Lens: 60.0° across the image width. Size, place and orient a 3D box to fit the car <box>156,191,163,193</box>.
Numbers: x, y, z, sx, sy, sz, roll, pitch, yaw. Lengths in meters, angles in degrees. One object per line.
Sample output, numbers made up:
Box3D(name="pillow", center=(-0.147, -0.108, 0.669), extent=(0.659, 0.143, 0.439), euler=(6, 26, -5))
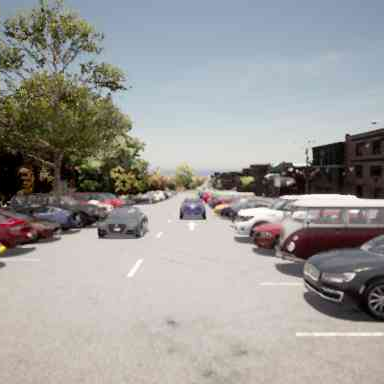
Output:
Box3D(name="car", center=(-8.453, 1.131, 64.963), extent=(4.553, 1.767, 2.185), euler=(0, 0, 0))

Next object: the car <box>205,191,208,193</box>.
Box3D(name="car", center=(4.704, 1.155, 54.223), extent=(4.553, 1.767, 2.185), euler=(0, 0, 0))

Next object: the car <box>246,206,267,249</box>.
Box3D(name="car", center=(4.738, 1.411, 12.177), extent=(5.008, 1.535, 2.097), euler=(0, 0, 0))

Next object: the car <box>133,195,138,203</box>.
Box3D(name="car", center=(-8.346, 1.082, 31.412), extent=(5.566, 2.045, 2.435), euler=(0, 0, 0))

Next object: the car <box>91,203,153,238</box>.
Box3D(name="car", center=(-3.360, 1.470, 16.858), extent=(1.994, 1.385, 4.181), euler=(0, 0, 0))

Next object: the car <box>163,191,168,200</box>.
Box3D(name="car", center=(-8.459, 0.993, 70.515), extent=(5.566, 2.045, 2.435), euler=(0, 0, 0))

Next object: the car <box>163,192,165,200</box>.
Box3D(name="car", center=(-8.397, 1.280, 67.741), extent=(4.792, 1.488, 2.163), euler=(0, 0, 0))

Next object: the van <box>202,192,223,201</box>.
Box3D(name="van", center=(4.528, 1.010, 73.845), extent=(4.442, 1.987, 1.878), euler=(0, 0, 0))

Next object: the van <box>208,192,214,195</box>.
Box3D(name="van", center=(4.801, 1.073, 45.813), extent=(4.442, 1.987, 1.878), euler=(0, 0, 0))

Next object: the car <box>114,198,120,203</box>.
Box3D(name="car", center=(-8.364, 1.388, 25.844), extent=(4.674, 1.452, 2.002), euler=(0, 0, 0))

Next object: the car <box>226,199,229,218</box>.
Box3D(name="car", center=(4.750, 1.397, 20.586), extent=(4.792, 1.488, 2.163), euler=(0, 0, 0))

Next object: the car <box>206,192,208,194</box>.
Box3D(name="car", center=(4.650, 1.167, 48.616), extent=(4.553, 1.767, 2.185), euler=(0, 0, 0))

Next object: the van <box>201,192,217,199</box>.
Box3D(name="van", center=(4.733, 0.907, 93.472), extent=(4.442, 1.987, 1.878), euler=(0, 1, 0))

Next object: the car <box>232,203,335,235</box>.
Box3D(name="car", center=(4.729, 1.381, 17.788), extent=(4.892, 1.521, 2.231), euler=(0, 0, 0))

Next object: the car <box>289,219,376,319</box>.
Box3D(name="car", center=(4.745, 1.443, 6.571), extent=(4.892, 1.521, 2.231), euler=(0, 0, 0))

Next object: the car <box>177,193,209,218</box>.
Box3D(name="car", center=(0.064, 1.213, 27.954), extent=(2.097, 1.767, 4.553), euler=(0, 0, 0))

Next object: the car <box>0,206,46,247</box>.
Box3D(name="car", center=(-8.341, 1.412, 12.043), extent=(5.008, 1.535, 2.097), euler=(0, 0, 0))

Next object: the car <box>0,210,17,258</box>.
Box3D(name="car", center=(-8.158, 1.425, 9.257), extent=(5.366, 1.575, 1.946), euler=(0, 0, 0))

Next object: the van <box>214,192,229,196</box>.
Box3D(name="van", center=(4.817, 1.099, 34.600), extent=(4.442, 1.987, 1.878), euler=(0, 0, 0))

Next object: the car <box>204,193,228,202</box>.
Box3D(name="car", center=(4.626, 1.129, 65.436), extent=(4.553, 1.767, 2.185), euler=(0, 0, 0))

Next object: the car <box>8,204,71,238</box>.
Box3D(name="car", center=(-8.321, 1.427, 14.828), extent=(4.792, 1.488, 2.163), euler=(0, 0, 0))

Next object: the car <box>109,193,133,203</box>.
Box3D(name="car", center=(-8.342, 1.088, 28.751), extent=(5.566, 2.045, 2.435), euler=(0, 0, 0))

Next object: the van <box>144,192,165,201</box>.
Box3D(name="van", center=(-8.555, 1.006, 76.066), extent=(4.442, 1.987, 1.878), euler=(0, 0, 0))

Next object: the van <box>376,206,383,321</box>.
Box3D(name="van", center=(4.858, 1.232, 3.766), extent=(4.442, 1.987, 1.878), euler=(0, 0, 0))

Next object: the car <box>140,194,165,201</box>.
Box3D(name="car", center=(-8.620, 1.235, 73.292), extent=(5.366, 1.575, 1.946), euler=(0, 0, 0))

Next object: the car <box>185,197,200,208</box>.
Box3D(name="car", center=(0.043, 1.424, 44.279), extent=(1.895, 1.301, 4.718), euler=(0, 0, 0))

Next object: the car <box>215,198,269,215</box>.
Box3D(name="car", center=(4.676, 1.361, 31.797), extent=(4.792, 1.488, 2.163), euler=(0, 0, 0))

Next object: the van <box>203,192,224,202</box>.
Box3D(name="van", center=(4.532, 1.016, 71.042), extent=(4.442, 1.987, 1.878), euler=(0, 0, 0))

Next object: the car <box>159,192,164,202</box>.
Box3D(name="car", center=(-8.229, 1.266, 59.413), extent=(5.366, 1.575, 1.946), euler=(0, 0, 0))

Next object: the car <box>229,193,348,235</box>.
Box3D(name="car", center=(4.700, 1.144, 14.980), extent=(5.566, 2.045, 2.435), euler=(0, 0, 0))

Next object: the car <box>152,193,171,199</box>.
Box3D(name="car", center=(-8.456, 1.140, 92.727), extent=(5.008, 1.535, 2.097), euler=(0, 0, 0))

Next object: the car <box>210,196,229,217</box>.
Box3D(name="car", center=(4.523, 1.335, 28.993), extent=(5.366, 1.575, 1.946), euler=(0, 0, 0))

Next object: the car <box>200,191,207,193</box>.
Box3D(name="car", center=(4.697, 1.022, 57.026), extent=(5.566, 2.045, 2.435), euler=(0, 0, 0))

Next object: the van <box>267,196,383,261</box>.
Box3D(name="van", center=(4.620, 1.201, 9.372), extent=(4.442, 1.987, 1.878), euler=(0, 0, 0))

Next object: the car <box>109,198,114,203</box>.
Box3D(name="car", center=(-8.357, 1.358, 23.183), extent=(5.008, 1.535, 2.097), euler=(0, 0, 0))

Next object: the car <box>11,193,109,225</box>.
Box3D(name="car", center=(-8.331, 1.117, 20.395), extent=(5.566, 2.045, 2.435), euler=(0, 0, 0))

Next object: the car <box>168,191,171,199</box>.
Box3D(name="car", center=(-8.470, 0.974, 78.842), extent=(5.566, 2.045, 2.435), euler=(0, 0, 0))

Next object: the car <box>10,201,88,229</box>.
Box3D(name="car", center=(-8.383, 1.412, 17.613), extent=(4.792, 1.488, 2.163), euler=(0, 0, 0))

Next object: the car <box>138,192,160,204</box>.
Box3D(name="car", center=(-8.416, 1.277, 56.636), extent=(4.892, 1.521, 2.231), euler=(0, 0, 0))

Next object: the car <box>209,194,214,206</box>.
Box3D(name="car", center=(4.722, 1.342, 40.207), extent=(4.792, 1.488, 2.163), euler=(0, 0, 0))
